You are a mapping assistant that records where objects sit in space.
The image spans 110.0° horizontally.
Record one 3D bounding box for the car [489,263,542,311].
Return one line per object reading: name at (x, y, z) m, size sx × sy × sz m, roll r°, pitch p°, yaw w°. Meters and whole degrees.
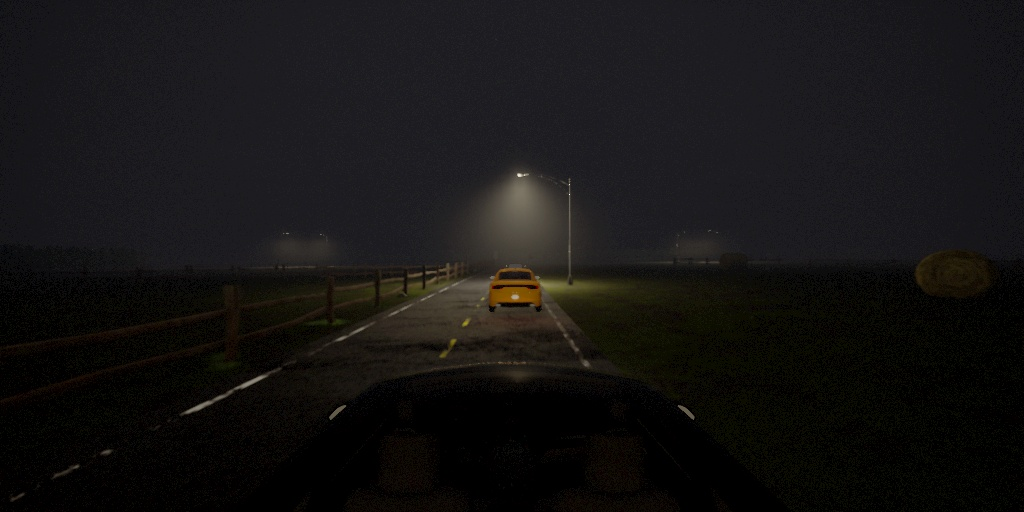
car at (0.121, 1.232, 14.539) m, size 1.882 × 1.535 × 5.008 m, roll 0°, pitch 0°, yaw 0°
